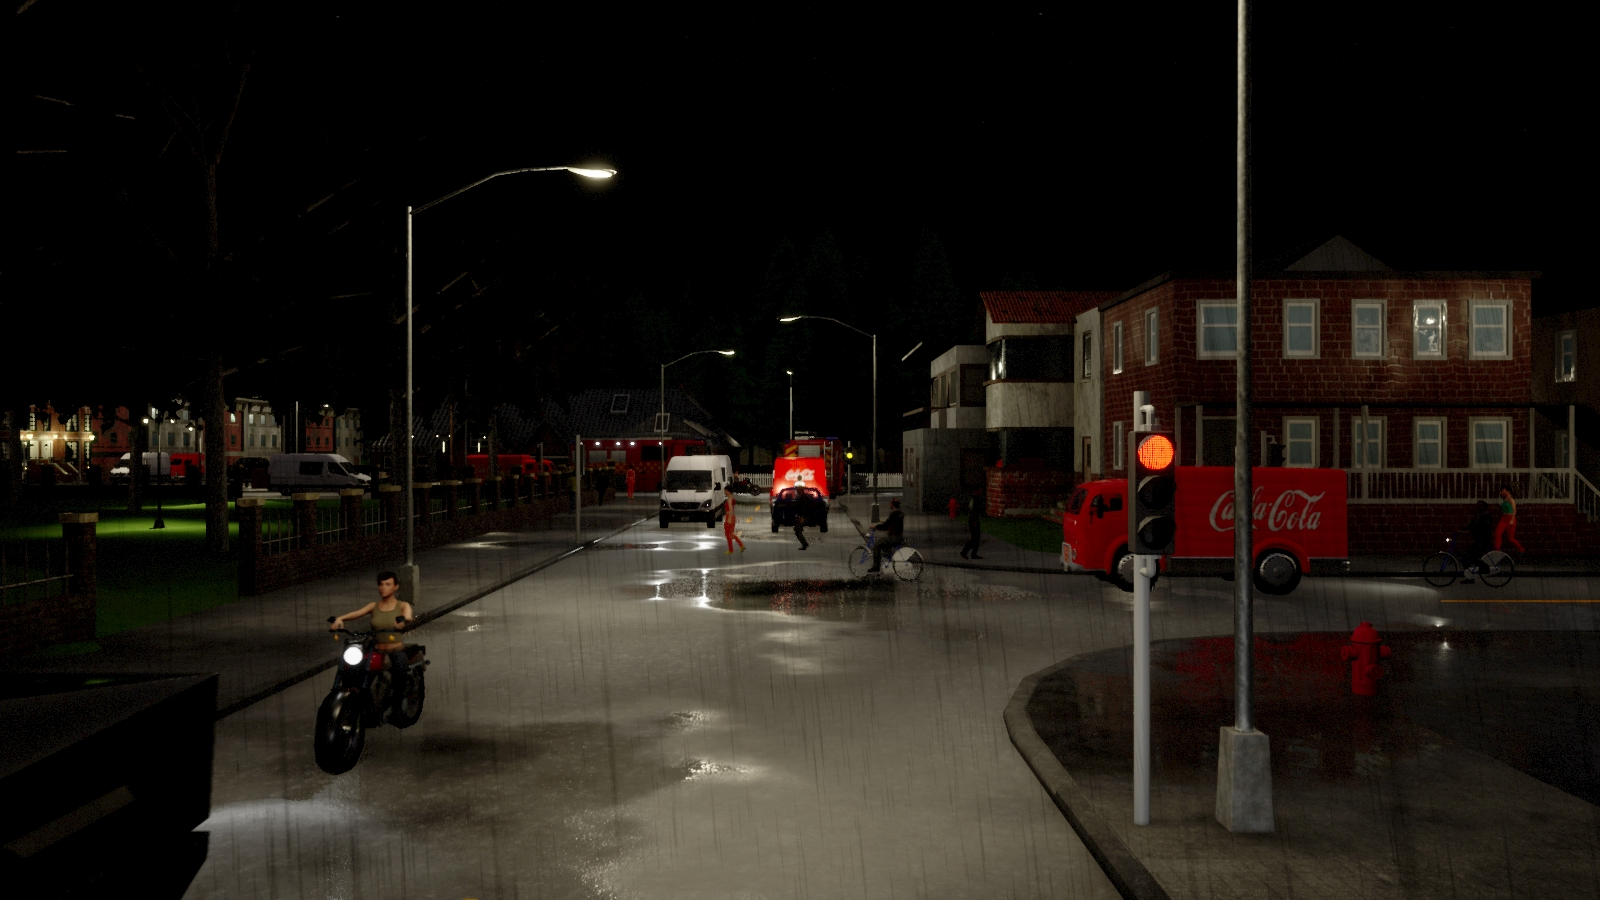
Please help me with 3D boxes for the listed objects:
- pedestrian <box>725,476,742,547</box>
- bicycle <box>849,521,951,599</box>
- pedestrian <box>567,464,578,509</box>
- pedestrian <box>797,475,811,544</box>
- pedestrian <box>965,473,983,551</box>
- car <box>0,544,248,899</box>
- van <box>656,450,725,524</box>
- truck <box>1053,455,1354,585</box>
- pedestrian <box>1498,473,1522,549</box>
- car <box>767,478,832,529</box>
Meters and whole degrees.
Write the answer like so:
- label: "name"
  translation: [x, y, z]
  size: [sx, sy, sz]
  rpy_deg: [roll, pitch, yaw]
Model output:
- label: "pedestrian"
  translation: [-1.752, 1.616, 30.190]
  size: [0.375, 1.860, 0.375]
  rpy_deg: [0, 0, 11]
- label: "bicycle"
  translation: [1.761, 1.931, 20.278]
  size: [1.835, 1.271, 0.329]
  rpy_deg: [0, 0, 32]
- label: "pedestrian"
  translation: [-9.368, 1.506, 47.075]
  size: [0.375, 1.860, 0.375]
  rpy_deg: [0, 0, -1]
- label: "pedestrian"
  translation: [0.107, 1.615, 31.259]
  size: [0.375, 1.860, 0.375]
  rpy_deg: [0, 0, 0]
- label: "pedestrian"
  translation: [4.234, 1.505, 27.728]
  size: [0.375, 1.860, 0.375]
  rpy_deg: [0, 0, 18]
- label: "car"
  translation: [-4.018, 1.532, 2.710]
  size: [2.390, 2.098, 6.274]
  rpy_deg: [0, 0, 0]
- label: "van"
  translation: [-4.007, 1.296, 42.666]
  size: [1.988, 2.561, 5.915]
  rpy_deg: [0, 0, 0]
- label: "truck"
  translation: [8.010, 1.341, 23.187]
  size: [5.204, 2.467, 2.627]
  rpy_deg: [0, 0, 2]
- label: "pedestrian"
  translation: [17.632, 1.504, 28.386]
  size: [0.375, 1.860, 0.375]
  rpy_deg: [0, 0, 2]
- label: "car"
  translation: [-0.015, 1.797, 39.830]
  size: [2.097, 1.535, 5.006]
  rpy_deg: [0, 0, 0]
